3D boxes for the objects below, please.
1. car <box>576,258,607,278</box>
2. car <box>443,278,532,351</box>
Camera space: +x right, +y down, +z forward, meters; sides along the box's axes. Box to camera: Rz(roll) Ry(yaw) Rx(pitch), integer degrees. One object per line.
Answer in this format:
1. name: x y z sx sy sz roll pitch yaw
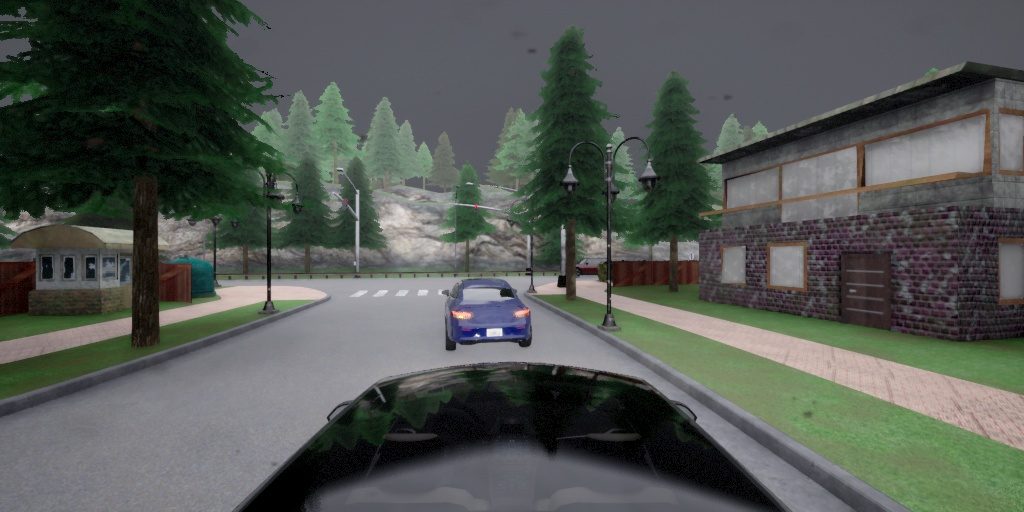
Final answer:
1. car: 6.607 0.945 31.500 4.553 1.767 2.097 0 0 -12
2. car: -0.755 1.276 9.016 1.812 1.442 4.674 0 0 -11
